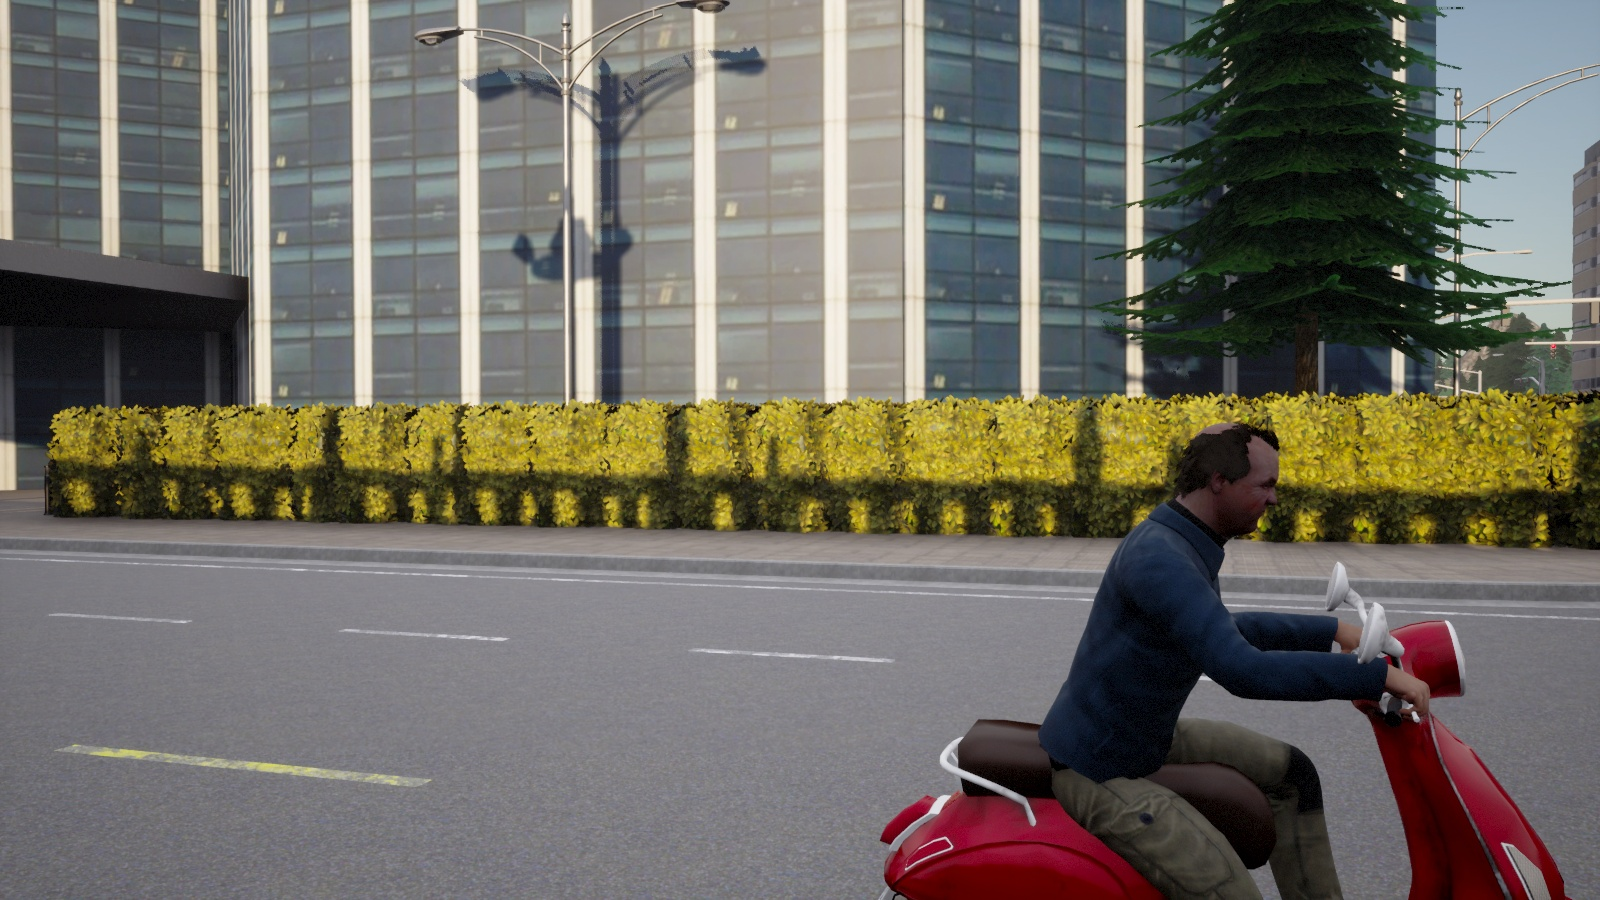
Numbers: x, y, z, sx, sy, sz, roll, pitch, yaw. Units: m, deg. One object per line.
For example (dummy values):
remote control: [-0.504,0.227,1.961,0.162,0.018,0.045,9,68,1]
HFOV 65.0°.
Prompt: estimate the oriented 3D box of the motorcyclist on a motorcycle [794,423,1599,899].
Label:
motorcyclist on a motorcycle: [0.986,0.738,2.871,1.817,1.590,0.866,1,1,18]
